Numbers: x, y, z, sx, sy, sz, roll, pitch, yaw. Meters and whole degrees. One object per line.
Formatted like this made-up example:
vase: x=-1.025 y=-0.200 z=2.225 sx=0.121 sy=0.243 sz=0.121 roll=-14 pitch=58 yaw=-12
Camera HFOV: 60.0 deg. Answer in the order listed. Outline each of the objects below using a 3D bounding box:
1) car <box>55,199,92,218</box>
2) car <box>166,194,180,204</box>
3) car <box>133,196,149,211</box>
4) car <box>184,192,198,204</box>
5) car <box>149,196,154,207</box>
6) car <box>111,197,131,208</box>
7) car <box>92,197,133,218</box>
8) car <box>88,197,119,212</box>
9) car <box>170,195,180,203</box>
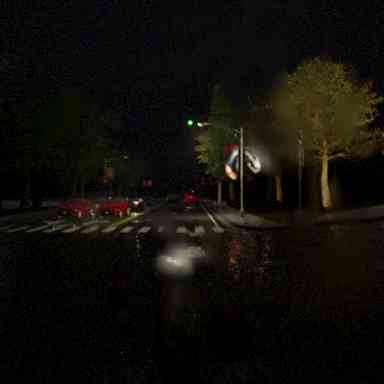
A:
car: x=-9.805 y=1.320 z=27.976 sx=1.882 sy=1.535 sz=5.008 roll=0 pitch=0 yaw=0
car: x=-3.365 y=1.187 z=57.367 sx=2.097 sy=1.767 sz=4.553 roll=0 pitch=0 yaw=0
car: x=-6.583 y=1.376 z=37.908 sx=2.033 sy=1.411 sz=5.357 roll=0 pitch=0 yaw=0
car: x=-0.114 y=1.055 z=57.042 sx=2.150 sy=2.045 sz=5.566 roll=0 pitch=0 yaw=0
car: x=-6.596 y=1.334 z=48.154 sx=1.837 sy=1.490 sz=4.892 roll=0 pitch=0 yaw=0
car: x=-9.843 y=1.429 z=46.518 sx=1.895 sy=1.301 sz=4.718 roll=0 pitch=0 yaw=0
car: x=-6.555 y=1.320 z=27.983 sx=1.882 sy=1.535 sz=5.008 roll=0 pitch=0 yaw=0
car: x=-9.835 y=1.321 z=37.482 sx=2.128 sy=1.511 sz=4.902 roll=0 pitch=0 yaw=0
car: x=-3.385 y=1.345 z=67.426 sx=1.837 sy=1.490 sz=4.892 roll=0 pitch=0 yaw=0
